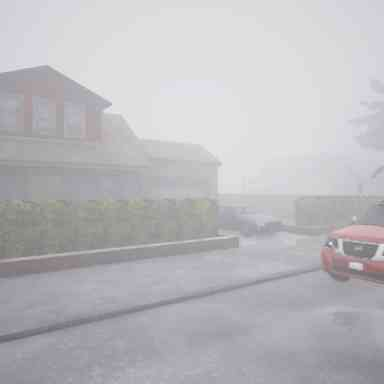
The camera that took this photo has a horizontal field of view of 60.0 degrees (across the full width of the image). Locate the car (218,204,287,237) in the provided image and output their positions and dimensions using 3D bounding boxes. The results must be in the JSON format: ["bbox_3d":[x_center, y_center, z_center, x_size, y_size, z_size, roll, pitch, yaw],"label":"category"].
[{"bbox_3d":[2.260,1.356,16.995,2.033,1.415,5.357,0,0,-33],"label":"car"}]

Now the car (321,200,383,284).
[{"bbox_3d":[5.749,1.221,8.697,5.566,2.045,2.150,0,0,-35],"label":"car"}]
